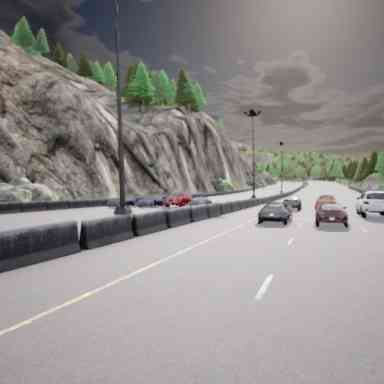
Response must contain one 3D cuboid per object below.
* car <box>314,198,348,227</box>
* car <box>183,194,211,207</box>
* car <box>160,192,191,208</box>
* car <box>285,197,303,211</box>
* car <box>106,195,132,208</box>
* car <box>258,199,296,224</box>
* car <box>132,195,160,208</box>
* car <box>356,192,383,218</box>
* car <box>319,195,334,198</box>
[{"bbox_3d":[8.995,1.376,21.594,1.812,1.442,4.674,0,0,20],"label":"car"},{"bbox_3d":[0.979,1.315,40.190,1.812,1.442,4.674,0,0,21],"label":"car"},{"bbox_3d":[-1.606,1.008,43.183,2.150,2.045,5.566,0,0,22],"label":"car"},{"bbox_3d":[11.299,1.251,37.333,2.128,1.511,4.902,0,0,21],"label":"car"},{"bbox_3d":[-9.115,1.168,43.208,2.097,1.767,4.553,0,0,21],"label":"car"},{"bbox_3d":[5.874,1.420,23.232,1.994,1.385,4.181,0,0,22],"label":"car"},{"bbox_3d":[-5.321,1.152,43.300,2.097,1.767,4.553,0,0,21],"label":"car"},{"bbox_3d":[15.045,1.009,27.569,2.150,2.045,5.566,0,0,21],"label":"car"},{"bbox_3d":[14.355,1.108,35.536,2.097,1.767,4.553,0,0,21],"label":"car"}]
